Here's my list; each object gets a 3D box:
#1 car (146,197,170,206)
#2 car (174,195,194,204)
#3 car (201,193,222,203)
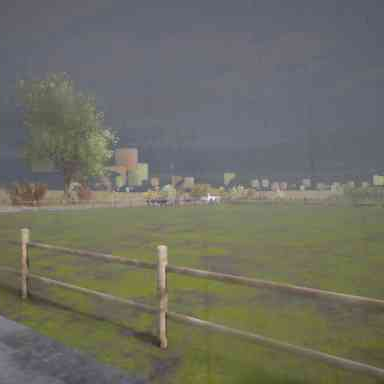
[{"bbox_3d":[-5.887,1.578,58.017,1.837,1.490,4.892,0,0,39],"label":"car"},{"bbox_3d":[-1.662,1.484,67.520,2.097,1.767,4.553,0,0,39],"label":"car"},{"bbox_3d":[4.153,1.245,70.283,2.150,2.045,5.566,0,0,39],"label":"car"}]
